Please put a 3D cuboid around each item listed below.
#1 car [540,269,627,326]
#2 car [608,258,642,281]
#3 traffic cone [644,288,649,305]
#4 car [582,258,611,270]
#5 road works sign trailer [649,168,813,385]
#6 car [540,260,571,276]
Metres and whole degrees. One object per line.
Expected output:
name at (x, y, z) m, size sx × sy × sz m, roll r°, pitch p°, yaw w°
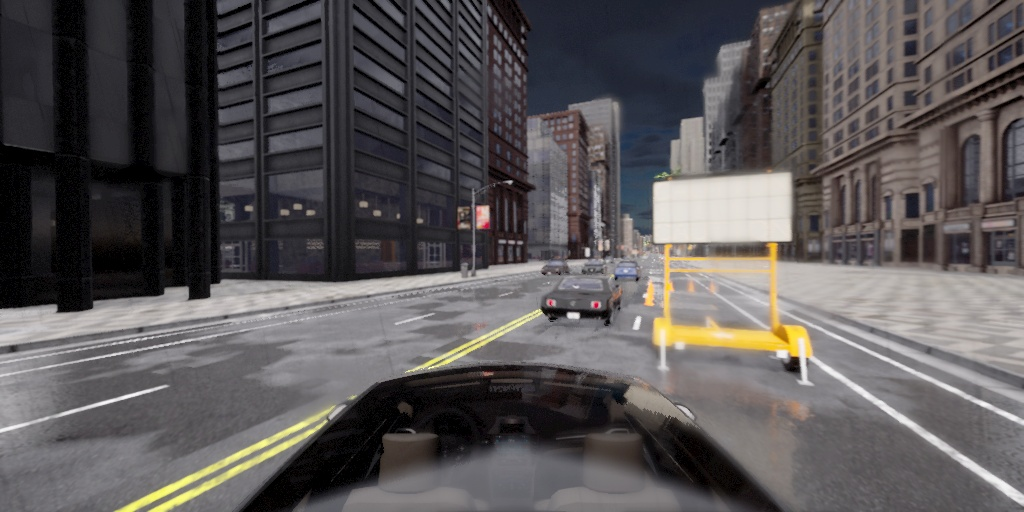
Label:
car at (2.468, 1.291, 11.606) m, size 1.895 × 1.301 × 4.718 m, roll 0°, pitch 0°, yaw 22°
car at (9.184, 1.128, 28.343) m, size 2.033 × 1.411 × 5.357 m, roll 0°, pitch 0°, yaw 22°
traffic cone at (5.400, 1.619, 14.158) m, size 0.340 × 0.580 × 0.340 m, roll 0°, pitch 0°, yaw 22°
car at (8.032, 1.122, 34.742) m, size 1.994 × 1.385 × 4.181 m, roll 0°, pitch 0°, yaw 22°
road works sign trailer at (4.075, 0.168, 7.148) m, size 2.380 × 3.560 × 2.880 m, roll 0°, pitch 0°, yaw 22°
car at (4.290, 1.127, 34.145) m, size 2.033 × 1.411 × 5.357 m, roll 0°, pitch 0°, yaw 22°
